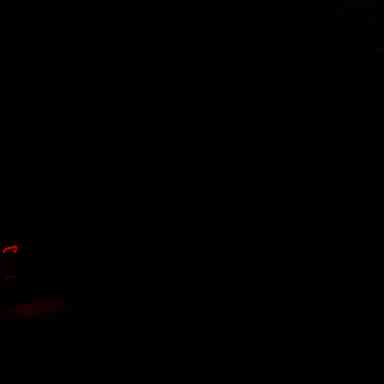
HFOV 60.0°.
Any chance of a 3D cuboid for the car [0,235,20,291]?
[{"bbox_3d":[-5.895,1.407,7.610,4.792,1.488,2.163,-1,0,34],"label":"car"}]
